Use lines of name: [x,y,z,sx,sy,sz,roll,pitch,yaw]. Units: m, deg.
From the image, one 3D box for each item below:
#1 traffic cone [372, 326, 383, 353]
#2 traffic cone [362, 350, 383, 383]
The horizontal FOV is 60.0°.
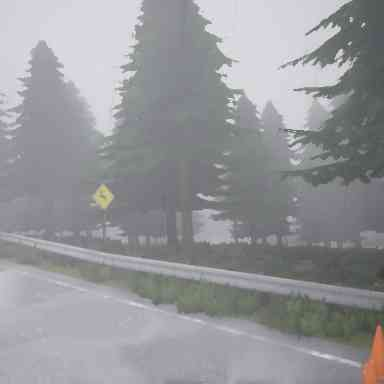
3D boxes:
traffic cone: [2.323,1.958,4.119,0.340,0.580,0.340,0,0,34]
traffic cone: [1.778,1.957,3.284,0.340,0.580,0.340,0,0,34]
